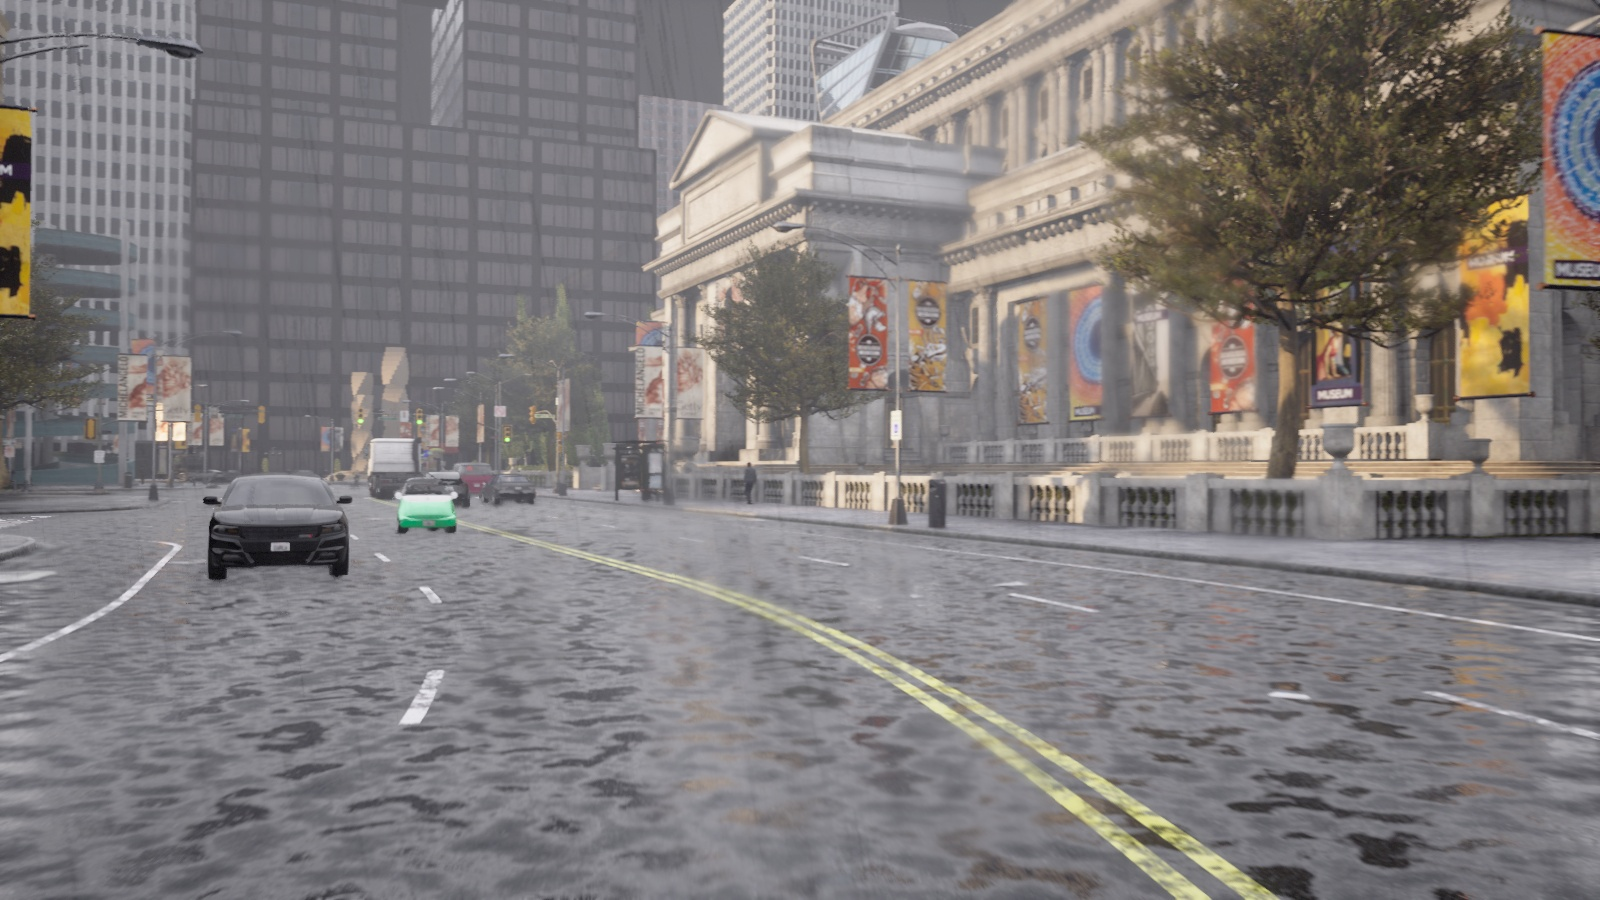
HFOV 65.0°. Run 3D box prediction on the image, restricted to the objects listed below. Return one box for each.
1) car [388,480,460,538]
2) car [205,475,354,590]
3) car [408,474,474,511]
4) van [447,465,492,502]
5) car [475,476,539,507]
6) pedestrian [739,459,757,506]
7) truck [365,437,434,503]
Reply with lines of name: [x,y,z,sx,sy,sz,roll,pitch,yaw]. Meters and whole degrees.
car: [-9.411,1.441,31.341,1.481,1.376,2.207,0,-1,-23]
car: [-8.121,1.160,19.569,1.882,1.535,5.008,0,-1,-23]
car: [-15.688,1.807,54.651,2.163,1.488,4.792,0,-1,-23]
van: [-18.331,1.823,69.569,1.775,1.987,4.442,0,-1,-23]
car: [-13.874,1.923,59.264,2.033,1.411,5.357,0,-1,-23]
pedestrian: [-2.171,1.355,52.113,0.423,1.949,0.788,0,-1,-29]
truck: [-22.638,1.128,70.675,2.891,3.462,7.936,0,-1,-24]
